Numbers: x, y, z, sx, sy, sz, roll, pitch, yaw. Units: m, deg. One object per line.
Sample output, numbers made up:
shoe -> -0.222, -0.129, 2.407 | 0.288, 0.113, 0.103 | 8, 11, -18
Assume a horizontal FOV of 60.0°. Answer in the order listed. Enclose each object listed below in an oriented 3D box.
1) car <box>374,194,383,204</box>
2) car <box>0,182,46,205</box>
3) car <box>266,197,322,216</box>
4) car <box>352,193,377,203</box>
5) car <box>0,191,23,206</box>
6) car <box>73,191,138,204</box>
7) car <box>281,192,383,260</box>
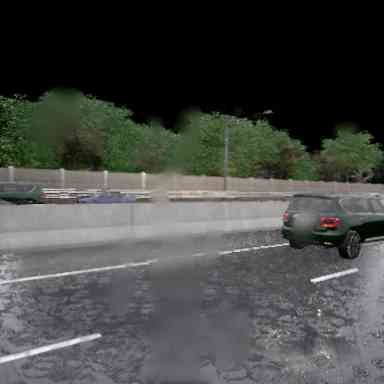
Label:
car -> 30.634, 1.079, 52.182 | 4.674, 1.442, 1.812 | 1, 2, -36
car -> -12.139, 0.354, 20.825 | 5.566, 2.045, 2.150 | 1, 2, -36
car -> 8.354, 1.137, 27.067 | 4.718, 1.301, 1.895 | 1, 2, -36
car -> 28.554, 0.956, 54.988 | 4.674, 1.442, 1.812 | 1, 2, -36
car -> -11.322, 0.813, 17.106 | 4.181, 1.385, 1.994 | 1, 2, -36
car -> -7.346, 0.615, 28.612 | 5.357, 1.411, 2.033 | 1, 2, -36
car -> 5.627, 1.057, 12.039 | 5.566, 2.045, 2.150 | 1, 2, -36
